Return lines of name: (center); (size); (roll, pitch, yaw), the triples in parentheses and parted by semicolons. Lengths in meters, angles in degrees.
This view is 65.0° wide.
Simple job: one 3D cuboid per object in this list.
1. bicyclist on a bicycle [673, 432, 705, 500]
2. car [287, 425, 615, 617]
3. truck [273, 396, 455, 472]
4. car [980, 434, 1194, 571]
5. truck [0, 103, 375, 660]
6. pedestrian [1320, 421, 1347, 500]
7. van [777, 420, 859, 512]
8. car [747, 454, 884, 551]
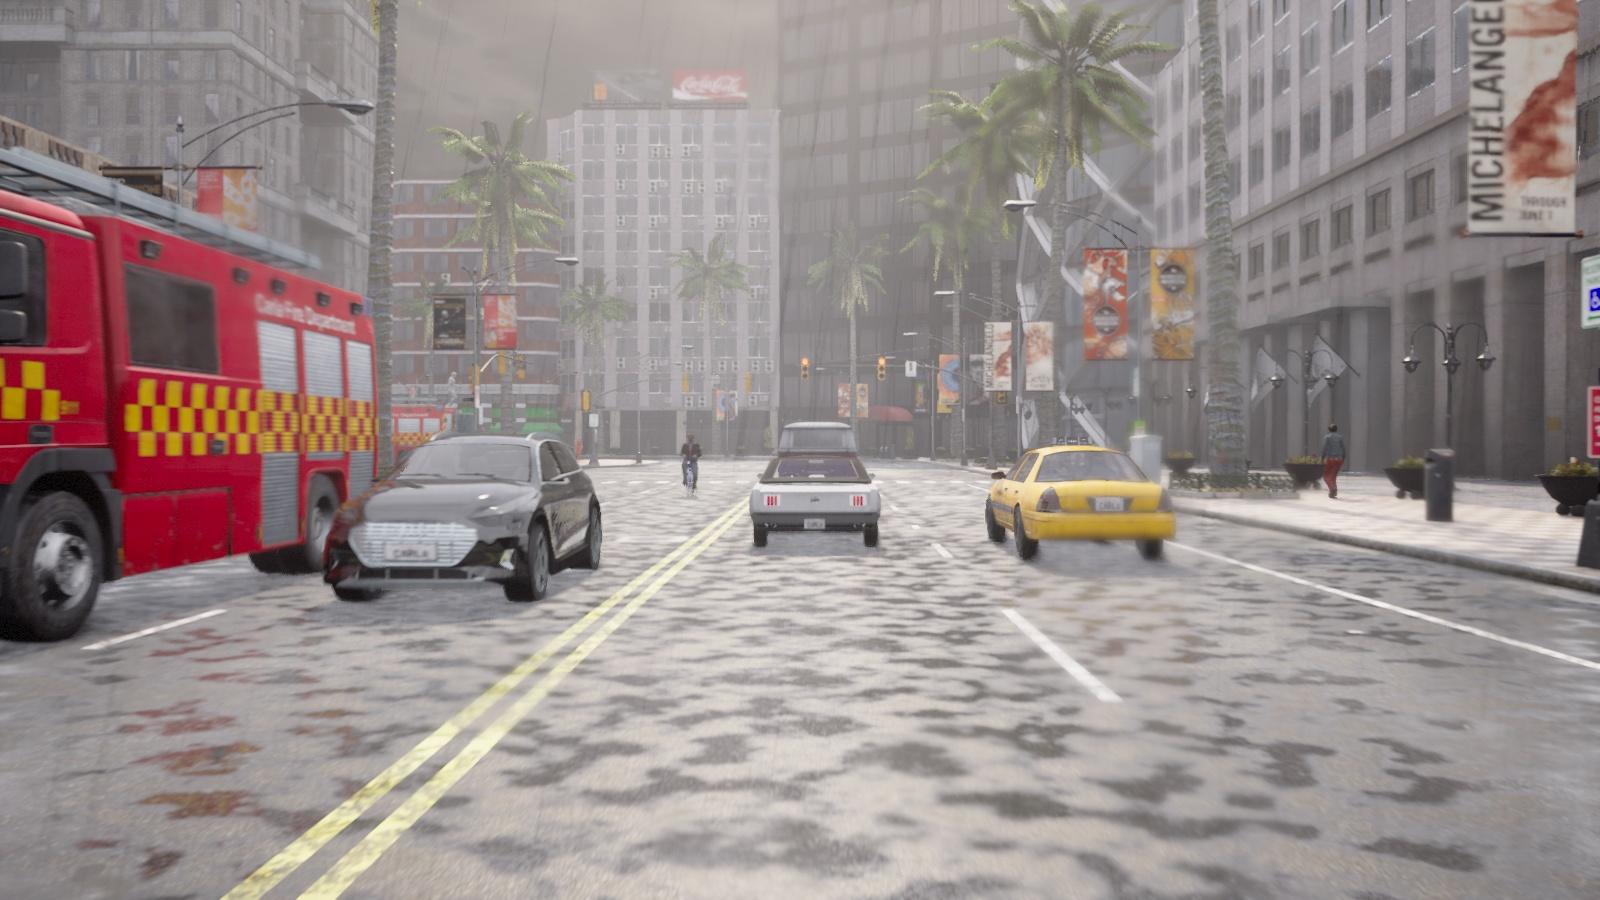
bicyclist on a bicycle: (-3.005, 0.423, 34.076); (0.659, 1.776, 1.843); (0, 0, 1)
car: (-3.370, 0.599, 13.244); (2.033, 1.649, 4.856); (0, 0, 1)
truck: (-22.552, -0.805, 65.220); (8.468, 3.827, 2.891); (0, 0, 1)
car: (3.707, 0.591, 17.222); (1.801, 1.575, 5.366); (0, 0, 1)
truck: (-6.894, -0.489, 11.664); (2.891, 3.827, 8.468); (0, 0, 1)
pedestrian: (12.545, 0.247, 29.525); (0.353, 1.847, 0.614); (0, 0, -1)
van: (0.419, 0.334, 29.454); (1.775, 1.987, 4.442); (0, 0, 1)
car: (0.254, 0.736, 19.719); (1.895, 1.301, 4.718); (0, 0, 1)
